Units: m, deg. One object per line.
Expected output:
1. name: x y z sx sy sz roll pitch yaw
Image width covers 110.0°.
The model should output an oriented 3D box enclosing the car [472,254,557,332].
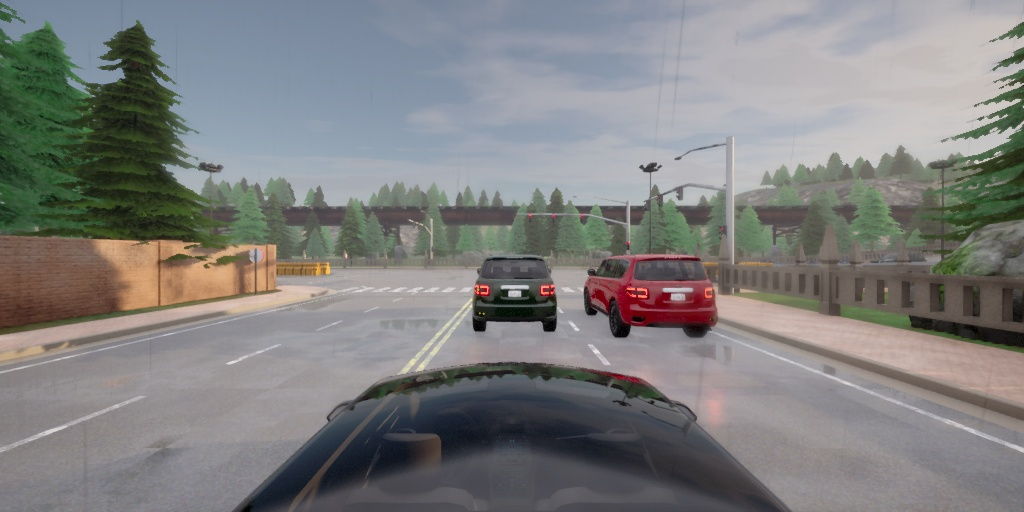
1. car: 0.071 0.971 11.021 2.150 2.045 5.566 0 0 0

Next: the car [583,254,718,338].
1. car: 3.571 0.971 10.344 2.150 2.045 5.566 0 0 0

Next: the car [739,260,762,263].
1. car: 25.834 1.241 42.051 4.902 1.511 2.128 0 0 0

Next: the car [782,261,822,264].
1. car: 34.747 1.302 42.021 4.181 1.385 1.994 0 0 0

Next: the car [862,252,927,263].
1. car: 45.143 0.669 42.006 5.566 2.045 2.150 -3 0 -1

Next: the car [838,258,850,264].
1. car: 41.762 1.081 45.505 4.902 1.511 2.128 -2 0 0

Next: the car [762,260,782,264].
1. car: 31.383 1.297 45.541 5.357 1.411 2.033 0 0 0
